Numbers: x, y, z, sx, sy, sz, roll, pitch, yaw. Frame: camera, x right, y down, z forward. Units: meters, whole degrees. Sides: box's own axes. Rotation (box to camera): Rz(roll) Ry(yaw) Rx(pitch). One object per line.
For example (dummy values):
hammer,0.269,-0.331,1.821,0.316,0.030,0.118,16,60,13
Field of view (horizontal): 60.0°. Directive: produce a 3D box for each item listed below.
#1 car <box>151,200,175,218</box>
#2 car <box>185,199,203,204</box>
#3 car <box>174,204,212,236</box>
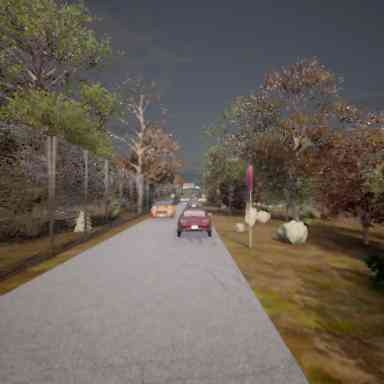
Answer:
car,-2.757,1.596,32.536,2.097,1.767,4.553,0,-1,0
car,0.233,1.698,40.938,2.097,1.767,4.553,0,-1,0
car,0.131,1.614,18.940,1.812,1.442,4.674,0,-1,0
